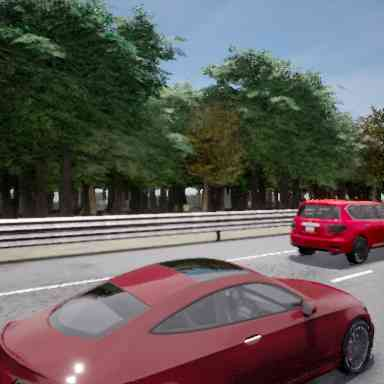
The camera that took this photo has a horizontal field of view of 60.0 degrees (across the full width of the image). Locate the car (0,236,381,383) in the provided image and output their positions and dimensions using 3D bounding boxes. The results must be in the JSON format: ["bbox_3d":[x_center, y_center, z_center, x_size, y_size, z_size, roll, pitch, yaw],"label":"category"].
[{"bbox_3d":[0.279,1.546,3.951,4.674,1.442,1.812,1,0,-36],"label":"car"}]

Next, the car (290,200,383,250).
[{"bbox_3d":[6.007,1.323,12.346,5.566,2.045,2.150,1,0,-36],"label":"car"}]
